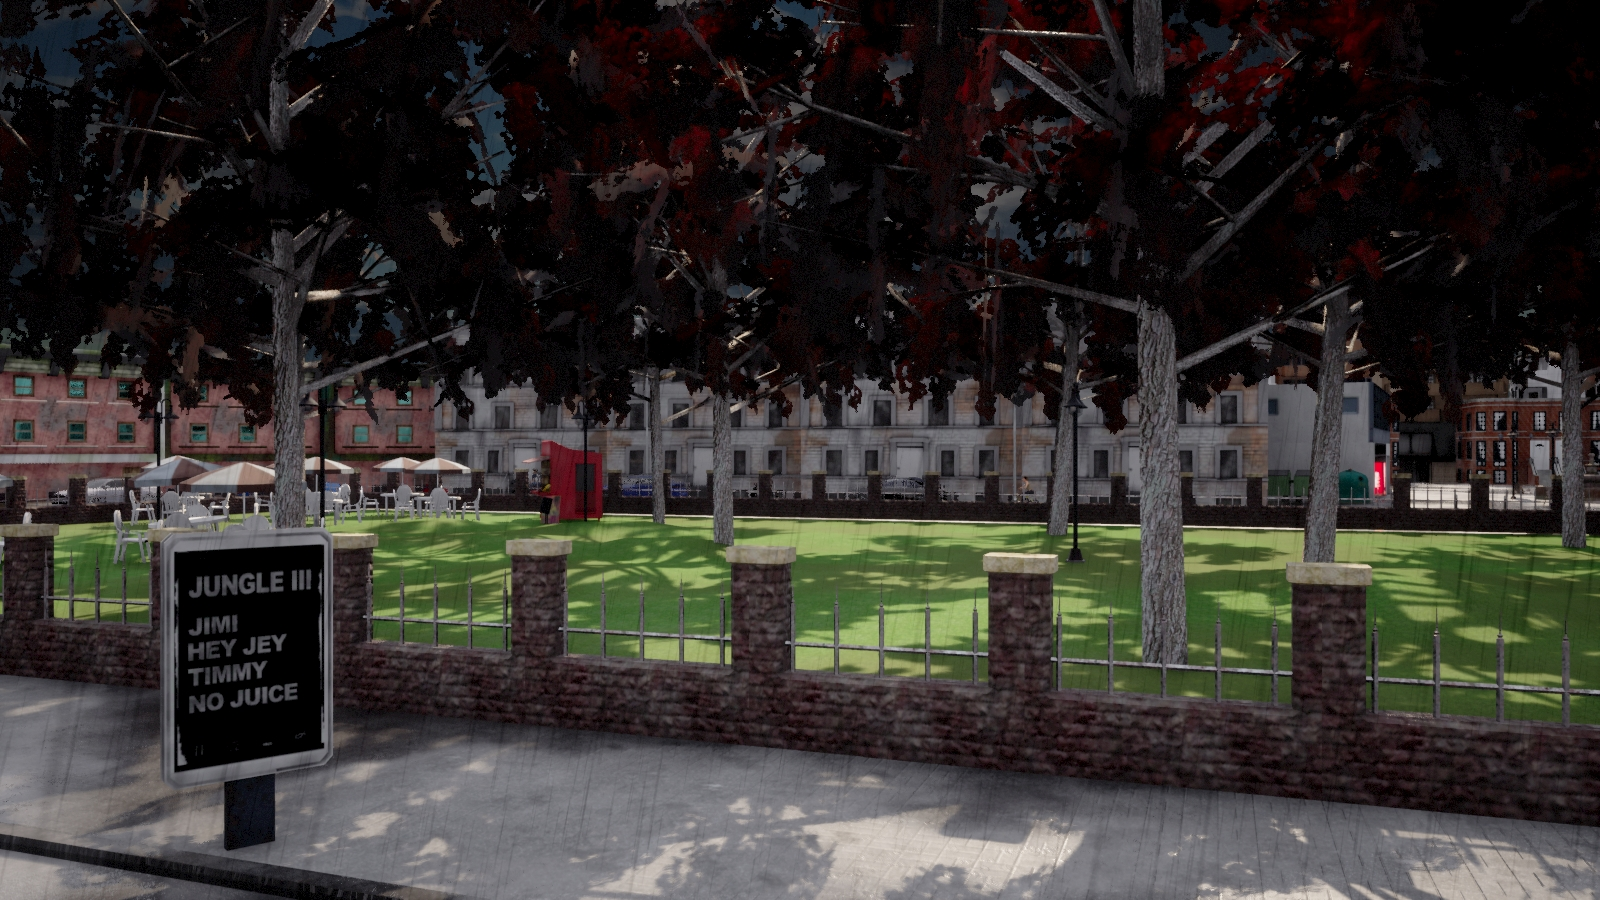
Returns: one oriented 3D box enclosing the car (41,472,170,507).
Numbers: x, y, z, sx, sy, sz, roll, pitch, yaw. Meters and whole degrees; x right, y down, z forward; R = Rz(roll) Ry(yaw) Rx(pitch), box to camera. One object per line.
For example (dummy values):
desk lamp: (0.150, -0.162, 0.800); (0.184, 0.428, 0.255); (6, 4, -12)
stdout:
car: (-33.242, 1.861, 54.855); (2.231, 1.480, 4.892); (0, 0, 23)

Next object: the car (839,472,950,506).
car: (4.532, 1.834, 54.600); (4.902, 1.511, 2.128); (0, 0, 20)

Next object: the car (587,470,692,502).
car: (-8.336, 1.826, 59.273); (5.006, 1.535, 2.097); (0, 0, 20)

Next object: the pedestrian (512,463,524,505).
pedestrian: (-12.753, 1.536, 51.656); (0.375, 1.860, 0.375); (0, 0, 16)
